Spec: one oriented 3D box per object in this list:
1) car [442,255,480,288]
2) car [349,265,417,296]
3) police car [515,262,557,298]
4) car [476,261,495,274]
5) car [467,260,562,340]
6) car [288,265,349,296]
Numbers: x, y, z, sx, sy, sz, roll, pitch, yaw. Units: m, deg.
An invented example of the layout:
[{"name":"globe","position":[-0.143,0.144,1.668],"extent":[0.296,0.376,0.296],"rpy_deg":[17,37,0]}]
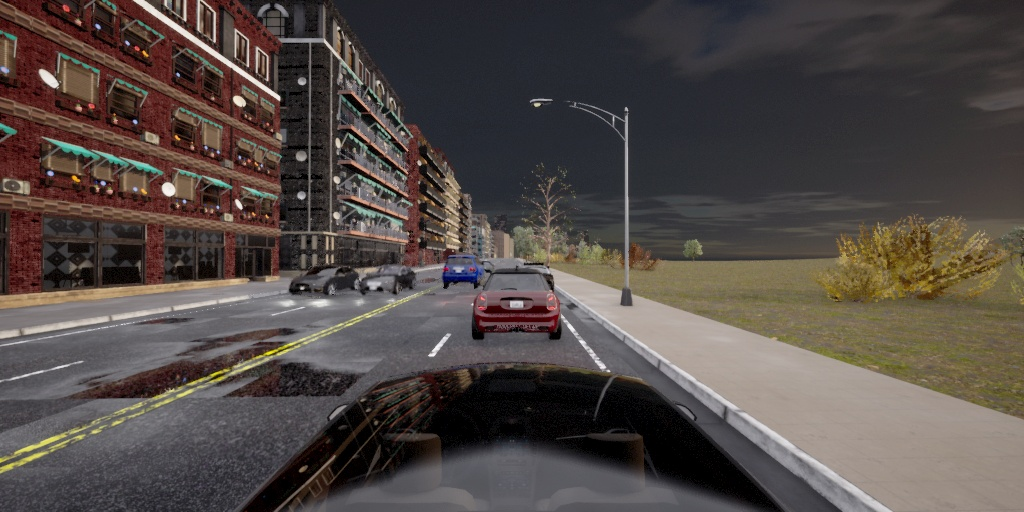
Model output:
[{"name":"car","position":[-3.106,0.974,23.609],"extent":[2.150,2.045,5.566],"rpy_deg":[0,0,0]},{"name":"car","position":[-6.564,1.243,19.448],"extent":[2.128,1.511,4.902],"rpy_deg":[0,0,0]},{"name":"police car","position":[1.173,1.177,19.656],"extent":[1.930,1.638,5.238],"rpy_deg":[0,0,0]},{"name":"car","position":[-3.064,1.315,42.451],"extent":[1.994,1.385,4.181],"rpy_deg":[0,0,0]},{"name":"car","position":[0.112,1.103,10.161],"extent":[2.097,1.767,4.553],"rpy_deg":[0,0,0]},{"name":"car","position":[-9.815,1.257,19.202],"extent":[1.837,1.490,4.892],"rpy_deg":[0,0,0]}]
